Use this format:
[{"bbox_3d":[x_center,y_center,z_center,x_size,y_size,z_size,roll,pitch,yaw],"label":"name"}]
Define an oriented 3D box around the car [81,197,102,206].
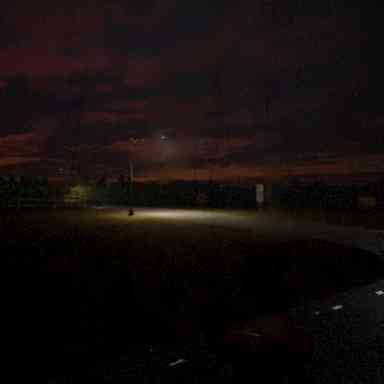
[{"bbox_3d":[-15.746,1.501,51.968,1.895,1.301,4.718,-1,0,-35],"label":"car"}]
